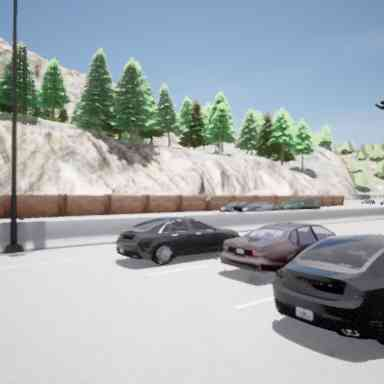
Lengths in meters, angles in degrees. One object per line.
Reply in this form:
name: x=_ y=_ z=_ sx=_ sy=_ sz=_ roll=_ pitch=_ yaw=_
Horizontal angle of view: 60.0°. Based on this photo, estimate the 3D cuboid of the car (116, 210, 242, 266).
car: x=-0.315 y=1.649 z=12.210 sx=4.892 sy=1.490 sz=1.837 roll=0 pitch=0 yaw=-36

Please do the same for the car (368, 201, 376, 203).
car: x=37.344 y=2.090 z=70.271 sx=2.033 sy=1.411 sz=5.357 roll=-1 pitch=-1 yaw=42

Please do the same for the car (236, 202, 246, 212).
car: x=8.136 y=1.958 z=40.441 sx=4.902 sy=1.511 sz=2.128 roll=0 pitch=-1 yaw=-37

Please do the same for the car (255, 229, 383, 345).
car: x=3.651 y=1.583 z=6.439 sx=4.892 sy=1.490 sz=1.837 roll=0 pitch=-1 yaw=-36

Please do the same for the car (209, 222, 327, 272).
car: x=3.341 y=1.671 z=10.541 sx=5.357 sy=1.411 sz=2.033 roll=0 pitch=-1 yaw=-36

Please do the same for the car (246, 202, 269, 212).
car: x=8.805 y=1.969 z=36.549 sx=5.357 sy=1.411 sz=2.033 roll=0 pitch=-1 yaw=-37

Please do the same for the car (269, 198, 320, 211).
car: x=10.689 y=1.611 z=33.588 sx=5.566 sy=2.045 sz=2.150 roll=1 pitch=-1 yaw=-37

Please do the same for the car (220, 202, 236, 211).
car: x=5.796 y=1.987 z=43.060 sx=4.902 sy=1.511 sz=2.128 roll=0 pitch=-1 yaw=-37
